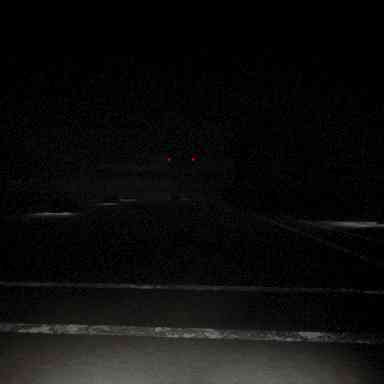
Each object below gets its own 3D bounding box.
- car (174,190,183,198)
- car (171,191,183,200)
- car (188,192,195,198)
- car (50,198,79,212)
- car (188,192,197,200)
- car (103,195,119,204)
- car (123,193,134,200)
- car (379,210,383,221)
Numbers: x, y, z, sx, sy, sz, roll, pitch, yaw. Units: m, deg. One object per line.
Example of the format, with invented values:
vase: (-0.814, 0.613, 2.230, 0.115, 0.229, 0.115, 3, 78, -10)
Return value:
car: (-3.512, 0.512, 87.288, 2.097, 1.767, 4.553, 0, 1, 0)
car: (-3.505, 0.913, 73.718, 1.882, 1.535, 5.008, 0, 1, 0)
car: (-0.012, 0.672, 87.772, 1.812, 1.442, 4.674, 0, 1, 0)
car: (-14.106, 1.449, 37.156, 1.837, 1.490, 4.892, 0, 0, 0)
car: (-0.006, 0.993, 72.073, 1.812, 1.442, 4.674, 0, 1, 0)
car: (-14.084, 1.264, 58.193, 2.033, 1.411, 5.357, 0, 1, 0)
car: (-14.010, 0.961, 73.637, 1.812, 1.442, 4.674, 0, 1, 0)
car: (15.829, 1.353, 23.523, 4.553, 1.767, 2.097, 0, 0, -2)
